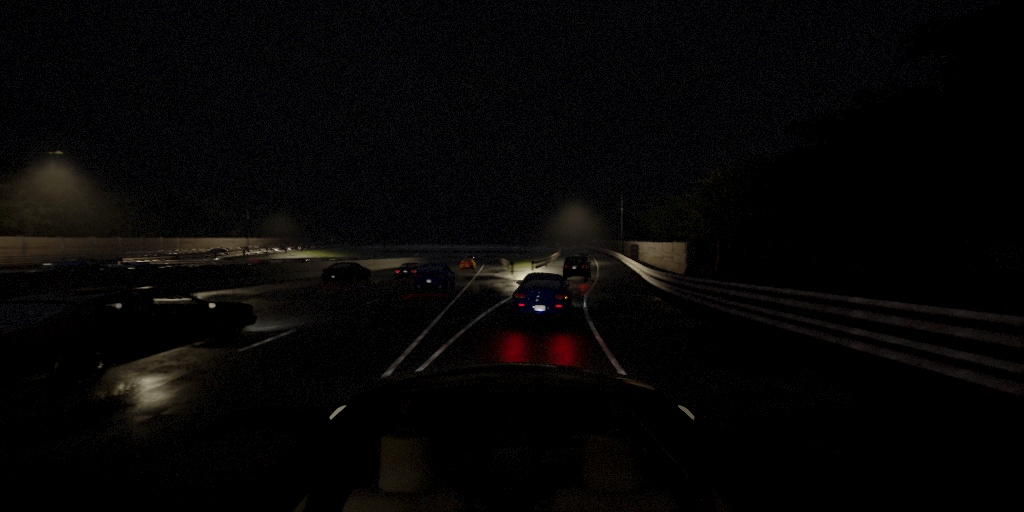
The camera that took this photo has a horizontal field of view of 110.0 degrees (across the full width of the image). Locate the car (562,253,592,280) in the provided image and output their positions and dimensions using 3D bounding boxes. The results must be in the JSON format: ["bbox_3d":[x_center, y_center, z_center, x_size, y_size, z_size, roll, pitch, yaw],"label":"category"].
[{"bbox_3d":[5.759,1.001,31.746,2.150,2.045,5.566,0,1,15],"label":"car"}]

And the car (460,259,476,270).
[{"bbox_3d":[-6.125,1.137,50.294,1.882,1.535,5.008,0,0,-3],"label":"car"}]

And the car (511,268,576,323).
[{"bbox_3d":[1.102,1.290,12.231,1.812,1.442,4.674,1,0,8],"label":"car"}]

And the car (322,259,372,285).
[{"bbox_3d":[-11.729,1.184,25.745,1.882,1.535,5.008,0,0,-3],"label":"car"}]

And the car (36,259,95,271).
[{"bbox_3d":[-25.698,1.129,20.805,1.882,1.535,5.008,0,0,-3],"label":"car"}]

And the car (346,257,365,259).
[{"bbox_3d":[-23.868,1.066,53.016,1.837,1.490,4.892,0,0,-3],"label":"car"}]

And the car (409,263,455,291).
[{"bbox_3d":[-4.624,1.212,21.873,1.882,1.535,5.008,0,0,-3],"label":"car"}]

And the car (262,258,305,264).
[{"bbox_3d":[-23.024,1.010,37.093,2.097,1.767,4.553,0,0,-3],"label":"car"}]

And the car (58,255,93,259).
[{"bbox_3d":[-43.618,0.674,35.567,1.812,1.442,4.674,0,1,-21],"label":"car"}]

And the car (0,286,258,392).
[{"bbox_3d":[-7.288,1.270,6.604,2.033,1.411,5.357,0,0,-3],"label":"car"}]

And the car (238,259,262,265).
[{"bbox_3d":[-26.505,1.122,36.655,1.882,1.535,5.008,0,0,-3],"label":"car"}]

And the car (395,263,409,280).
[{"bbox_3d":[-8.468,1.267,30.529,2.033,1.411,5.357,0,0,-3],"label":"car"}]

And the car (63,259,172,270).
[{"bbox_3d":[-22.204,1.142,21.023,1.882,1.535,5.008,0,0,-3],"label":"car"}]
